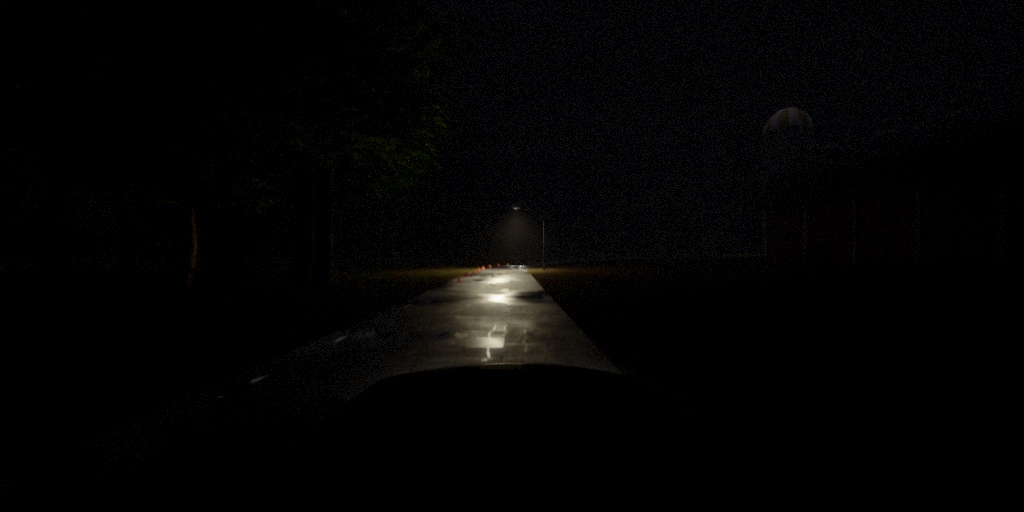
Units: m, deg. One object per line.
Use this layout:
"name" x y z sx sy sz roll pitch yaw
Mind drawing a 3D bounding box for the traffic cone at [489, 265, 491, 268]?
"traffic cone" -3.152 1.401 51.500 0.340 0.580 0.340 0 0 9

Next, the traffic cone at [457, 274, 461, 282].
"traffic cone" -3.851 1.614 26.159 0.340 0.580 0.340 0 0 0

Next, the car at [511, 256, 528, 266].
"car" 1.377 0.823 61.093 1.837 1.490 4.892 0 1 20

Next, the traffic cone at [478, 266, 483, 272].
"traffic cone" -3.852 1.490 41.158 0.340 0.580 0.340 0 0 0

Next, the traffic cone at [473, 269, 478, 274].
"traffic cone" -3.851 1.531 36.158 0.340 0.580 0.340 0 0 0

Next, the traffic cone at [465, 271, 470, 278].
"traffic cone" -3.851 1.573 31.159 0.340 0.580 0.340 0 0 0

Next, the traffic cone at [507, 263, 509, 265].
"traffic cone" -0.679 1.271 61.617 0.340 0.580 0.340 0 0 19
